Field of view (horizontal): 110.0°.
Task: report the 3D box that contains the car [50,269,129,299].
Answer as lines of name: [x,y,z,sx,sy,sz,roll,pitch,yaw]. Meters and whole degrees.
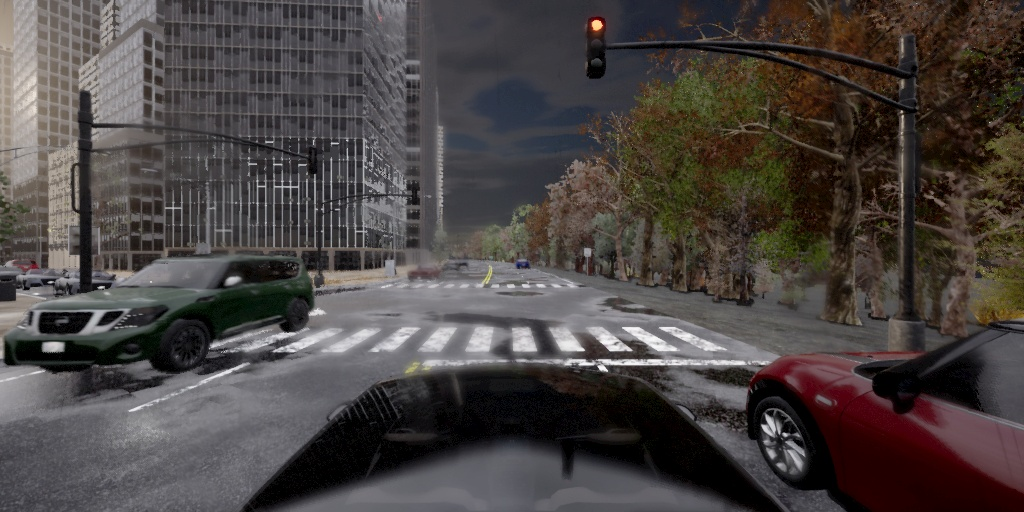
car: [-23.394,1.491,19.835,4.181,1.385,1.994,0,0,29]

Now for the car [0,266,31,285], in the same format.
car: [-42.974,1.601,30.467,4.892,1.490,1.837,0,0,28]

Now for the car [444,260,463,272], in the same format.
car: [-7.737,1.332,45.682,1.994,1.385,4.181,0,0,-3]

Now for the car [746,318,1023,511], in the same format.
car: [3.320,1.070,1.725,2.097,1.767,4.553,-1,-1,2]

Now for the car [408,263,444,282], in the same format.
car: [-7.073,1.359,29.276,1.895,1.301,4.718,0,0,-2]

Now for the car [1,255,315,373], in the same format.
car: [-6.649,0.985,7.939,2.150,2.045,5.566,0,-1,-1]

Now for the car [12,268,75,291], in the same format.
car: [-32.131,1.565,24.576,4.181,1.385,1.994,0,0,29]

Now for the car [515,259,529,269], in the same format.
car: [1.585,1.218,57.350,1.882,1.535,5.008,-3,-1,-4]
